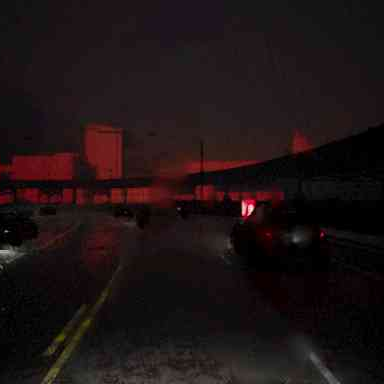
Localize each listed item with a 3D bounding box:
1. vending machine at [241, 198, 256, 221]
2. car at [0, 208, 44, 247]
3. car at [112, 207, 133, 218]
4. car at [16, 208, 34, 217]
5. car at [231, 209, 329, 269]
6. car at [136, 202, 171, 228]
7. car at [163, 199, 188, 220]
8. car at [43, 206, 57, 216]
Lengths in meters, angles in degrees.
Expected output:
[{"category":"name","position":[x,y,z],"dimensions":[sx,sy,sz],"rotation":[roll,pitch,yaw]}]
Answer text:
[{"category":"vending machine","position":[5.190,1.620,30.547],"dimensions":[1.100,2.100,0.880],"rotation":[1,-1,-15]},{"category":"car","position":[-8.463,1.641,15.084],"dimensions":[1.994,1.385,4.181],"rotation":[0,-1,-10]},{"category":"car","position":[-8.770,2.517,41.797],"dimensions":[1.994,1.385,4.181],"rotation":[0,-3,-22]},{"category":"car","position":[-25.953,3.158,51.623],"dimensions":[1.895,1.301,4.718],"rotation":[1,-3,-33]},{"category":"car","position":[2.773,1.386,11.535],"dimensions":[2.097,1.767,4.553],"rotation":[0,-1,-6]},{"category":"car","position":[-3.090,1.758,24.727],"dimensions":[1.882,1.535,5.008],"rotation":[0,-1,-13]},{"category":"car","position":[-2.074,1.806,34.087],"dimensions":[2.150,2.045,5.566],"rotation":[0,-2,-18]},{"category":"car","position":[-23.210,3.082,53.732],"dimensions":[1.882,1.535,5.008],"rotation":[1,-3,-34]}]
